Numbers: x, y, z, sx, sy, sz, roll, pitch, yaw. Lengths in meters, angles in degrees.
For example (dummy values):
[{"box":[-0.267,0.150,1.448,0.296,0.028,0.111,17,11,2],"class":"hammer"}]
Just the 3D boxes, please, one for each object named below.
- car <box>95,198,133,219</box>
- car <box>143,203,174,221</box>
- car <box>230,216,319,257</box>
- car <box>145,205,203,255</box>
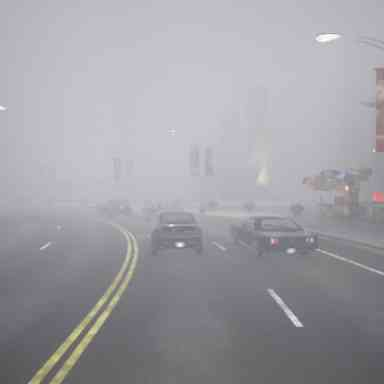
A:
[{"box":[-6.796,1.297,28.528,2.097,1.767,4.553,0,0,-32],"class":"car"},{"box":[-2.584,1.546,28.386,1.895,1.301,4.718,0,0,-29],"class":"car"},{"box":[2.866,1.576,12.816,1.895,1.301,4.718,0,0,-8],"class":"car"},{"box":[-0.777,1.479,13.319,1.837,1.490,4.892,0,0,-9],"class":"car"}]
